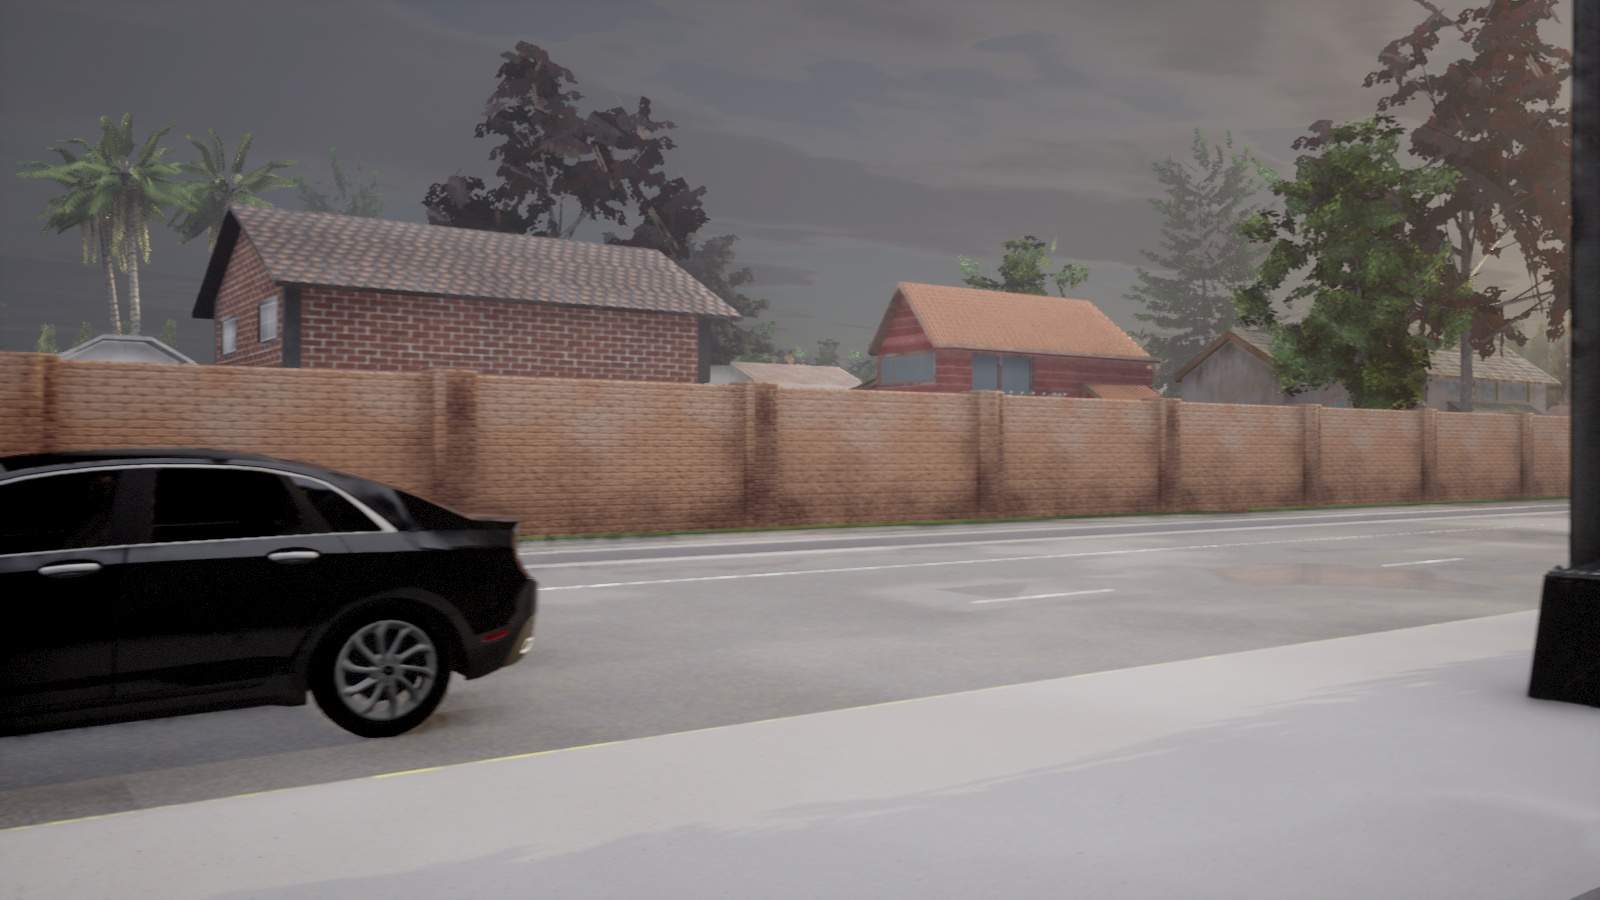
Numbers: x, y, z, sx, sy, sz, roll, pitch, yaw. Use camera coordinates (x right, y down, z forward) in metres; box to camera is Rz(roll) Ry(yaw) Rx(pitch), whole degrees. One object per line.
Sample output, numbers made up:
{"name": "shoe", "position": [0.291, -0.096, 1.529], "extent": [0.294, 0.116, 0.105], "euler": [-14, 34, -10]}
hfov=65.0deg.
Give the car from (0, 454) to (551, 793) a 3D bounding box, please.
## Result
{"name": "car", "position": [-3.932, 0.774, 6.405], "extent": [4.892, 1.490, 1.837], "euler": [0, 0, -35]}
